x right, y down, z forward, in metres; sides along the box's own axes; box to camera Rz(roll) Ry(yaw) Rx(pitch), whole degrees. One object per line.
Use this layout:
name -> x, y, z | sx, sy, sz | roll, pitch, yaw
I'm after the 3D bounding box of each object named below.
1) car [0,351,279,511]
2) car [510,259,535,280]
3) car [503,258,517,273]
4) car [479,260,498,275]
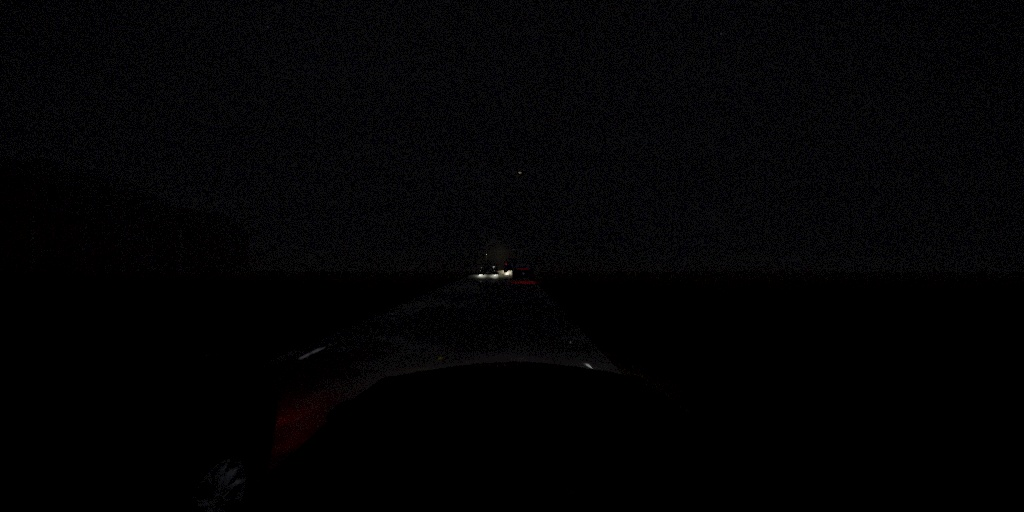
car -> -2.851, 1.255, 0.992 | 1.837, 1.490, 4.892 | 0, 0, 0
car -> 0.959, 1.309, 31.669 | 1.882, 1.535, 5.008 | 0, -1, 0
car -> -0.001, 1.346, 50.217 | 2.150, 2.045, 5.566 | 0, -1, 0
car -> -2.837, 1.343, 43.659 | 2.097, 1.767, 4.553 | 0, -1, 0
